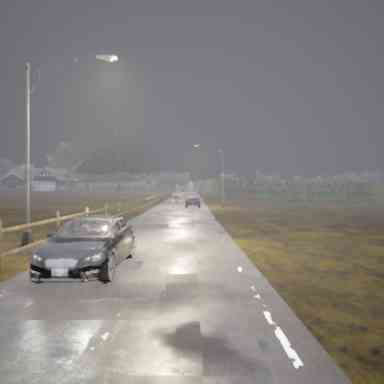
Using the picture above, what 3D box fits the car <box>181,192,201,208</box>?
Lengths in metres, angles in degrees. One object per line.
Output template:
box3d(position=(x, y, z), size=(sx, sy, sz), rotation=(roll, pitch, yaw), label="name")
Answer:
box3d(position=(0.107, 1.114, 41.659), size=(2.128, 1.511, 4.902), rotation=(0, 1, 0), label="car")

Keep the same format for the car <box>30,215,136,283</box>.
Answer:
box3d(position=(-2.848, 1.458, 9.616), size=(2.128, 1.511, 4.902), rotation=(0, 0, 0), label="car")

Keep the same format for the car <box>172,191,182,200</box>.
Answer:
box3d(position=(-2.759, 0.585, 62.671), size=(1.882, 1.535, 5.008), rotation=(0, 2, 1), label="car")

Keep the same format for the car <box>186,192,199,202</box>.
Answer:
box3d(position=(0.103, 0.816, 54.441), size=(2.128, 1.511, 4.902), rotation=(0, 2, 0), label="car")
